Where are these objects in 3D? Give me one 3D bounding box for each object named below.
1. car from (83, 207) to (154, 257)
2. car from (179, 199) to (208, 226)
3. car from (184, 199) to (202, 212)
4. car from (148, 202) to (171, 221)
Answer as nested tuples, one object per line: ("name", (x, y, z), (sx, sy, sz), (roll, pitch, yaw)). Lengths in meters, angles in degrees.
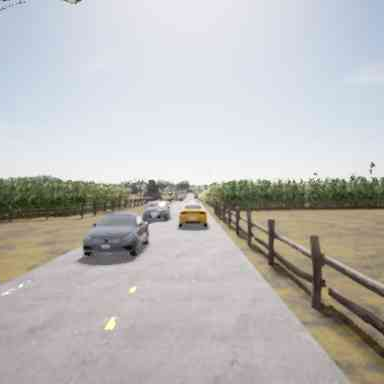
("car", (-2.805, 1.548, 13.198), (1.812, 1.442, 4.674), (0, 0, 0))
("car", (0.081, 1.528, 23.640), (1.882, 1.535, 5.008), (0, 0, 0))
("car", (0.118, 1.646, 42.744), (2.128, 1.511, 4.902), (0, 0, 0))
("car", (-2.793, 1.560, 27.640), (2.128, 1.511, 4.902), (0, 0, 0))
